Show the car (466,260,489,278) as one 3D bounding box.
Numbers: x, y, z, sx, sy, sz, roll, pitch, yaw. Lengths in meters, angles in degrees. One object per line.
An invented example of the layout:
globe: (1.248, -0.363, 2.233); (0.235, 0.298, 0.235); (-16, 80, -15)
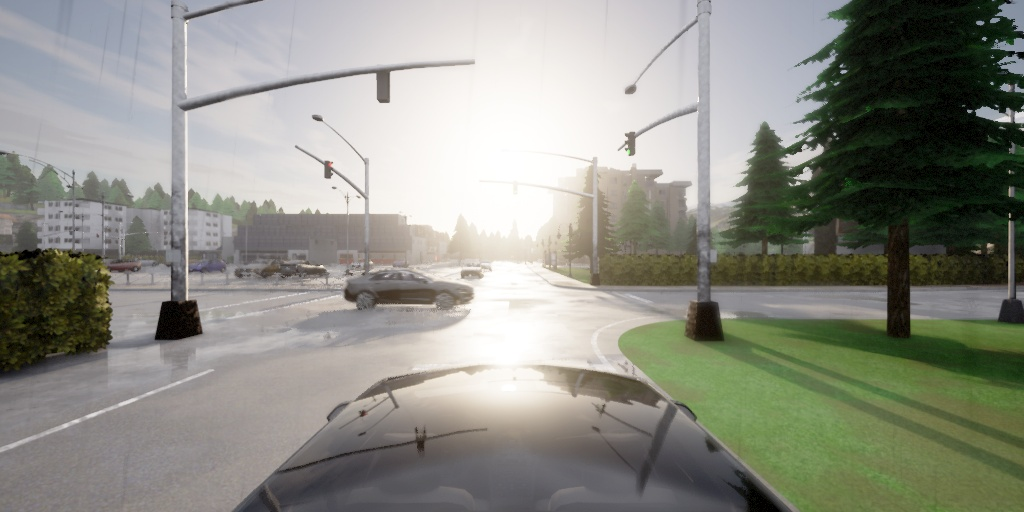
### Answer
car: (-3.624, 1.304, 33.755); (2.033, 1.411, 5.357); (0, 0, 0)

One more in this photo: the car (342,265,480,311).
car: (-3.886, 1.245, 13.804); (4.902, 1.511, 2.128); (0, 0, 1)

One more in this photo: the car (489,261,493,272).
car: (-3.625, 1.286, 47.718); (1.812, 1.442, 4.674); (0, 0, 1)
